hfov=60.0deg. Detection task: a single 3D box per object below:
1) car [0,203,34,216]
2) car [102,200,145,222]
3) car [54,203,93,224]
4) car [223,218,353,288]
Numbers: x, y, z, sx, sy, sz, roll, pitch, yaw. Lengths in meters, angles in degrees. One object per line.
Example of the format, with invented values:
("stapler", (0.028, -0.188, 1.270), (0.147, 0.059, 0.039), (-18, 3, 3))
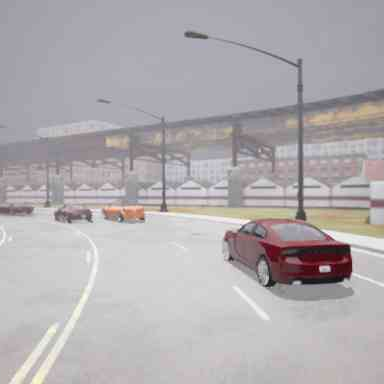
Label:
("car", (-18.812, 1.761, 34.922), (4.718, 1.301, 1.895), (0, 0, 32))
("car", (-5.626, 1.418, 26.996), (2.097, 1.767, 4.553), (0, 0, -35))
("car", (-9.290, 1.614, 26.026), (1.812, 1.442, 4.674), (0, 0, -38))
("car", (2.327, 1.473, 9.436), (1.882, 1.535, 5.008), (0, 0, -11))
